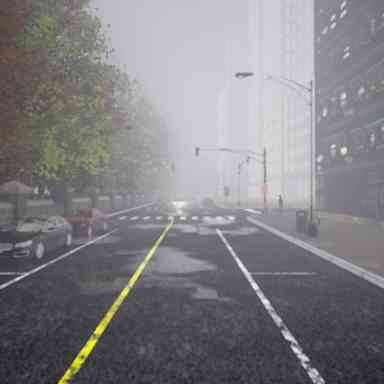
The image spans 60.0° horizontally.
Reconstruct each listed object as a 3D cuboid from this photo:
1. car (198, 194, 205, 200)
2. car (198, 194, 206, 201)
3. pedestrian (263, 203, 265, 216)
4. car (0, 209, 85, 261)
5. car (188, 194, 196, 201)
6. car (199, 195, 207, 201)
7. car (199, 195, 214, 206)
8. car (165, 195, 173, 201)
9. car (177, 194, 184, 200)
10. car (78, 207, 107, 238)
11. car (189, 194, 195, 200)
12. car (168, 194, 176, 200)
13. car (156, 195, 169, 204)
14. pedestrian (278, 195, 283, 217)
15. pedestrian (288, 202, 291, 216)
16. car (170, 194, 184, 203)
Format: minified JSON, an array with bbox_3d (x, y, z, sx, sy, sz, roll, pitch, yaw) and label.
[{"bbox_3d":[2.702,1.488,95.076,1.967,1.590,4.097,0,0,0],"label":"car"},{"bbox_3d":[2.701,1.480,89.444,1.967,1.590,4.097,0,0,0],"label":"car"},{"bbox_3d":[6.138,1.509,28.204,0.500,1.100,0.500,0,0,0],"label":"pedestrian"},{"bbox_3d":[-5.764,1.547,12.192,2.008,1.369,4.403,0,0,0],"label":"car"},{"bbox_3d":[0.008,1.618,82.966,1.895,1.301,4.718,0,0,0],"label":"car"},{"bbox_3d":[2.701,1.577,83.813,1.887,1.381,4.507,0,0,0],"label":"car"},{"bbox_3d":[2.697,1.573,55.649,1.947,1.339,4.313,0,0,0],"label":"car"},{"bbox_3d":[-5.679,1.557,83.643,1.752,1.417,4.829,0,0,0],"label":"car"},{"bbox_3d":[-2.991,1.301,87.152,1.882,1.535,5.008,0,0,0],"label":"car"},{"bbox_3d":[-5.815,1.540,17.732,1.887,1.381,4.507,0,0,0],"label":"car"},{"bbox_3d":[0.010,1.419,92.936,1.837,1.490,4.892,0,0,0],"label":"car"},{"bbox_3d":[-5.678,1.488,95.077,1.967,1.590,4.097,0,0,0],"label":"car"},{"bbox_3d":[-5.682,1.592,61.283,1.802,1.307,4.206,0,0,0],"label":"car"},{"bbox_3d":[7.138,1.100,27.006,0.375,1.860,0.375,0,0,0],"label":"pedestrian"},{"bbox_3d":[8.138,1.404,27.604,0.500,1.100,0.500,0,0,0],"label":"pedestrian"},{"bbox_3d":[-2.992,1.544,71.550,2.128,1.511,4.902,0,0,0],"label":"car"}]
